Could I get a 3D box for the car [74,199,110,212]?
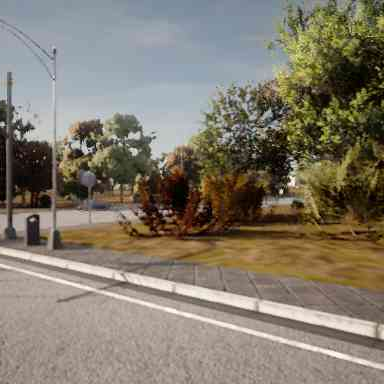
[{"bbox_3d":[-11.682,1.525,39.164,1.994,1.385,4.181,0,0,32],"label":"car"}]
